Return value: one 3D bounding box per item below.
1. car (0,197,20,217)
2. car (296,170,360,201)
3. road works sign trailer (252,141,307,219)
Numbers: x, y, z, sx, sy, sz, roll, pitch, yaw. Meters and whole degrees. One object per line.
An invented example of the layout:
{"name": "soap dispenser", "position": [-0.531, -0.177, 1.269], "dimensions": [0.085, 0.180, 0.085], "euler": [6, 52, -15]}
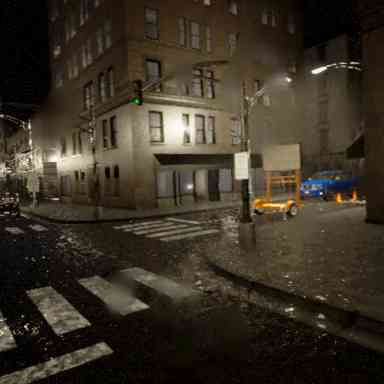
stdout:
{"name": "car", "position": [-12.884, 1.031, 22.608], "dimensions": [2.008, 1.369, 4.403], "euler": [-5, 3, -36]}
{"name": "car", "position": [9.966, -0.526, 24.135], "dimensions": [5.566, 2.045, 2.150], "euler": [-5, 4, -36]}
{"name": "road works sign trailer", "position": [4.638, -0.645, 16.692], "dimensions": [2.880, 3.560, 2.380], "euler": [-5, 4, -36]}
